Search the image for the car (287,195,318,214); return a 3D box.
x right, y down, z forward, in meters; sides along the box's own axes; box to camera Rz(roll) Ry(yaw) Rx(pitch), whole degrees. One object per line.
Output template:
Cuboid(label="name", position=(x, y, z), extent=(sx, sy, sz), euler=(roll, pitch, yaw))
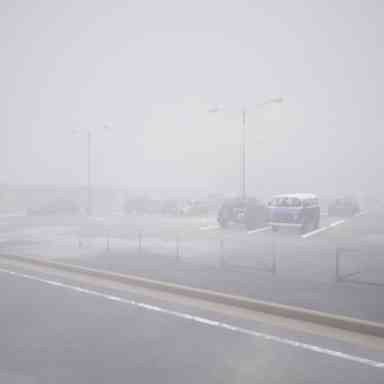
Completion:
Cuboid(label="car", position=(13.087, 1.450, 39.388), extent=(1.970, 1.475, 3.806), euler=(0, 0, 34))

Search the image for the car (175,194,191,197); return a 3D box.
Cuboid(label="car", position=(-0.978, 1.208, 48.752), extent=(1.932, 1.855, 4.605), euler=(0, 0, 34))

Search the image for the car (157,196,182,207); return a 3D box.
Cuboid(label="car", position=(-3.345, 1.418, 50.424), extent=(1.784, 1.438, 3.905), euler=(0, 0, 34))

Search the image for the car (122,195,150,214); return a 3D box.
Cuboid(label="car", position=(-4.788, 1.208, 33.159), extent=(1.932, 1.855, 4.605), euler=(0, 0, 34))

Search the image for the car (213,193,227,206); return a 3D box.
Cuboid(label="car", position=(6.397, 1.450, 64.922), extent=(1.970, 1.475, 3.806), euler=(0, 0, 34))

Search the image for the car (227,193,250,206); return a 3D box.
Cuboid(label="car", position=(8.792, 1.211, 63.295), extent=(1.905, 1.878, 3.866), euler=(0, 0, 34))

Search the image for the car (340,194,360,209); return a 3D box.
Cuboid(label="car", position=(25.089, 1.211, 52.364), extent=(1.905, 1.878, 3.866), euler=(0, 0, 34))

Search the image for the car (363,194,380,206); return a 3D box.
Cuboid(label="car", position=(27.459, 1.208, 50.702), extent=(1.932, 1.855, 4.605), euler=(0, 0, 34))

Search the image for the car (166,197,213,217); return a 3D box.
Cuboid(label="car", position=(-0.134, 1.450, 30.084), extent=(1.970, 1.475, 3.806), euler=(0, 0, 34))

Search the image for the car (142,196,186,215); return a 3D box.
Cuboid(label="car", position=(-2.535, 1.419, 31.702), extent=(1.784, 1.438, 3.905), euler=(0, 0, 34))
